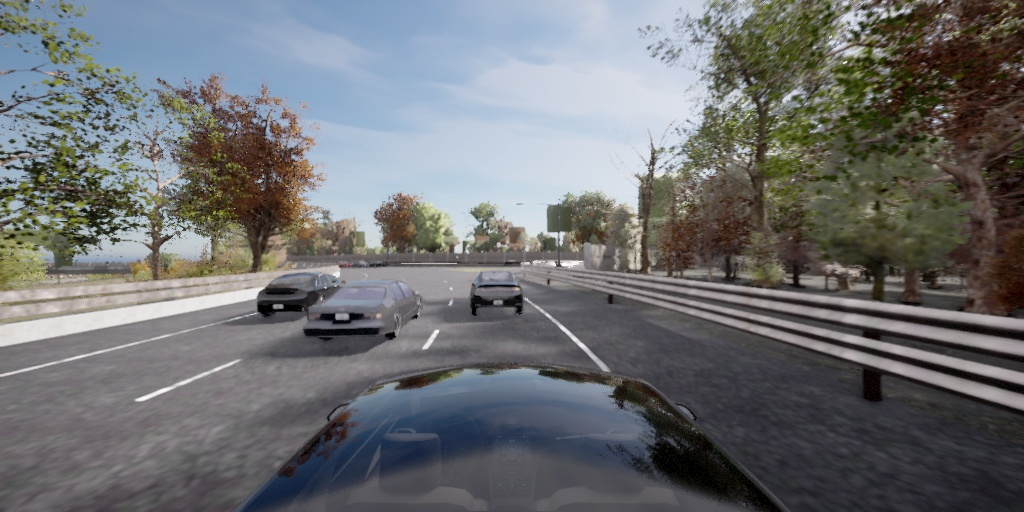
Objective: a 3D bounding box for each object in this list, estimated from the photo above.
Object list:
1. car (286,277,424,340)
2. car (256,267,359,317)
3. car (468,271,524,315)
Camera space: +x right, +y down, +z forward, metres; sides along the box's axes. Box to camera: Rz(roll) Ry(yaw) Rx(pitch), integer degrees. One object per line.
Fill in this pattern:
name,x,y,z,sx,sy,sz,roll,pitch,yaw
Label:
car,-3.841,1.365,10.218,2.033,1.411,5.357,0,0,-4
car,-7.738,1.365,13.835,1.837,1.490,4.892,0,0,-7
car,-0.682,1.312,14.049,2.128,1.511,4.902,0,0,-6
